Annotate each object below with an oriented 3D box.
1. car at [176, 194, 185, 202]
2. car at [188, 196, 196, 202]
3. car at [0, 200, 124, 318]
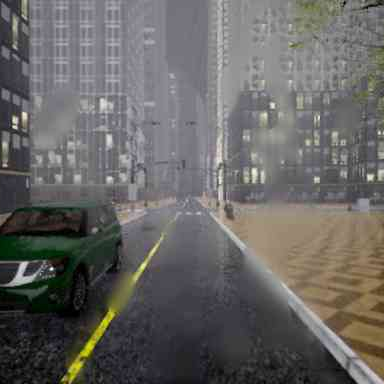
[{"bbox_3d":[-3.017,1.595,89.656,2.150,2.045,5.566,0,0,0],"label":"car"},{"bbox_3d":[-0.016,1.914,85.115,2.128,1.511,4.902,0,0,0],"label":"car"},{"bbox_3d":[-3.102,1.251,7.826,2.150,2.045,5.566,0,0,0],"label":"car"}]
